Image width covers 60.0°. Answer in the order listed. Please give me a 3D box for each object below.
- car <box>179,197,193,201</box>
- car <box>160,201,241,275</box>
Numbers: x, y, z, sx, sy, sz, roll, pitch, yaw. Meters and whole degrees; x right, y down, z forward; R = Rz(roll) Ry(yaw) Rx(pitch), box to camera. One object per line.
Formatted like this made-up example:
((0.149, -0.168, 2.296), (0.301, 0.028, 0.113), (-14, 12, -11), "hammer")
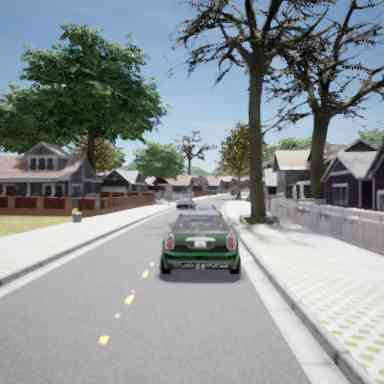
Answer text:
((-0.716, 1.361, 40.437), (2.033, 1.411, 5.357), (0, 0, 6), "car")
((0.278, 1.323, 10.520), (2.097, 1.767, 4.553), (0, 0, 2), "car")
